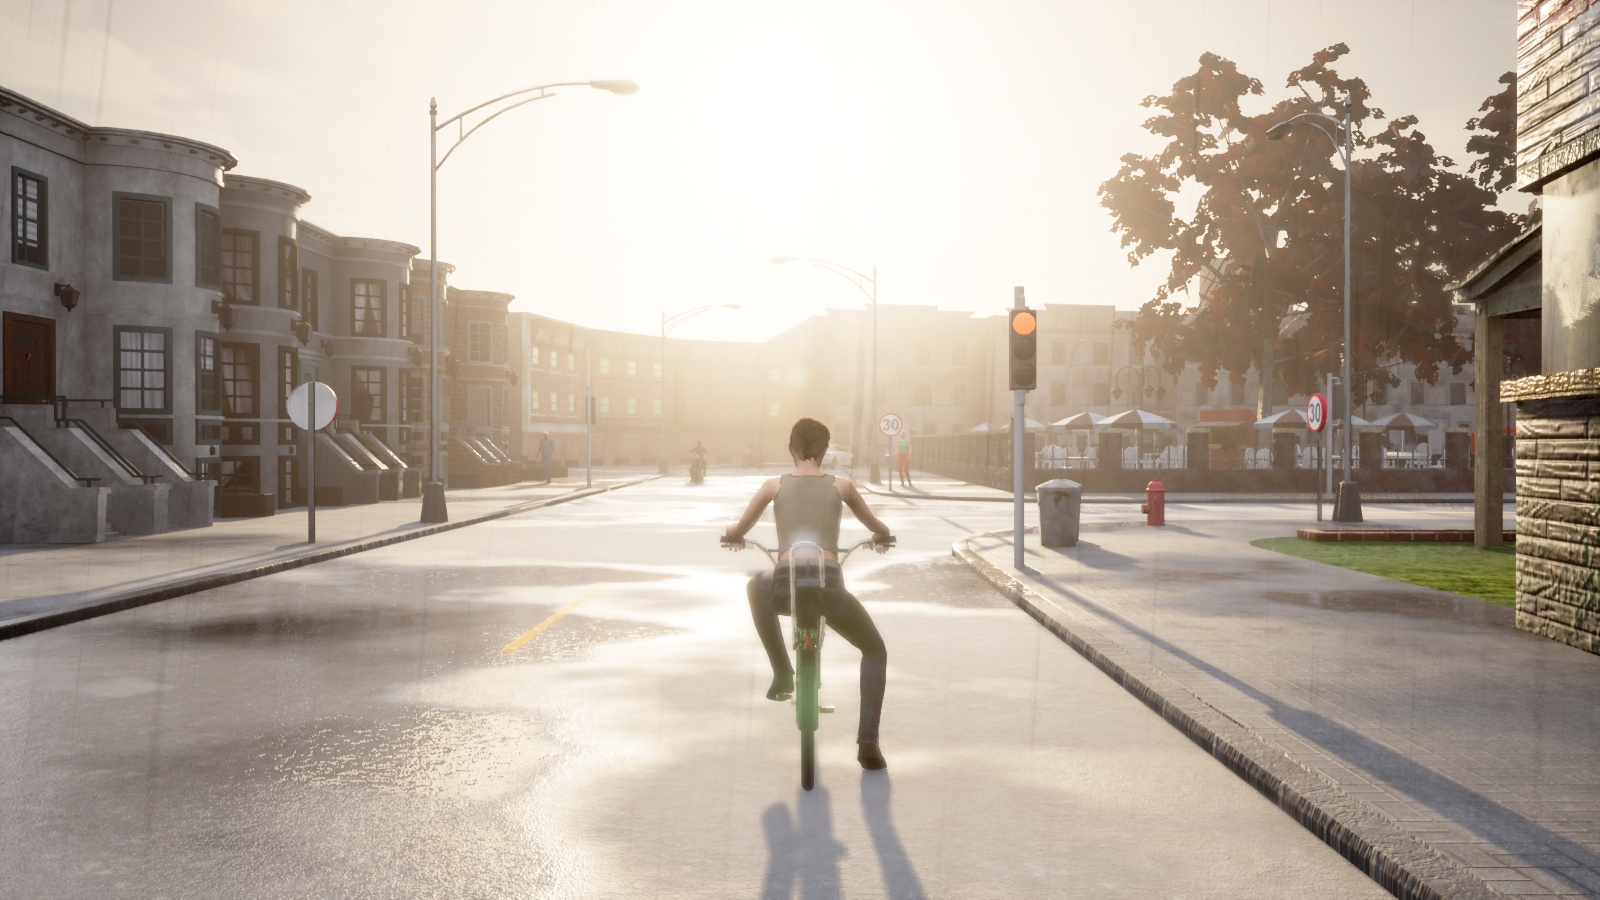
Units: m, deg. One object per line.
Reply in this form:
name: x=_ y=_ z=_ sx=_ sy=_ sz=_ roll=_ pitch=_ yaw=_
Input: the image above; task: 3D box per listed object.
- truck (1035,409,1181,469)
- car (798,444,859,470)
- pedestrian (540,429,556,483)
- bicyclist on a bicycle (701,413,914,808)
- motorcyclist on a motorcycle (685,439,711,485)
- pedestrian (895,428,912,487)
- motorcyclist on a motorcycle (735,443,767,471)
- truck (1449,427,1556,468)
truck: x=18.056 y=-0.638 z=73.941 sx=7.936 sy=3.462 sz=2.891 roll=0 pitch=0 yaw=1
car: x=1.650 y=0.375 z=70.857 sx=1.812 sy=1.442 sz=4.674 roll=0 pitch=0 yaw=24
pedestrian: x=-8.613 y=0.205 z=42.860 sx=0.354 sy=1.836 sz=0.706 roll=0 pitch=0 yaw=5
bicyclist on a bicycle: x=0.037 y=0.650 z=5.875 sx=0.866 sy=1.612 sz=1.509 roll=0 pitch=0 yaw=0
motorcyclist on a motorcycle: x=-3.778 y=0.429 z=46.842 sx=0.766 sy=1.649 sz=2.350 roll=0 pitch=0 yaw=0
pedestrian: x=3.257 y=0.234 z=39.625 sx=0.345 sy=1.836 sz=0.594 roll=0 pitch=0 yaw=24
motorcyclist on a motorcycle: x=-2.774 y=0.378 z=71.356 sx=0.866 sy=1.530 sz=2.191 roll=1 pitch=1 yaw=25
truck: x=43.492 y=-0.145 z=77.841 sx=5.204 sy=2.467 sz=2.627 roll=0 pitch=0 yaw=0
